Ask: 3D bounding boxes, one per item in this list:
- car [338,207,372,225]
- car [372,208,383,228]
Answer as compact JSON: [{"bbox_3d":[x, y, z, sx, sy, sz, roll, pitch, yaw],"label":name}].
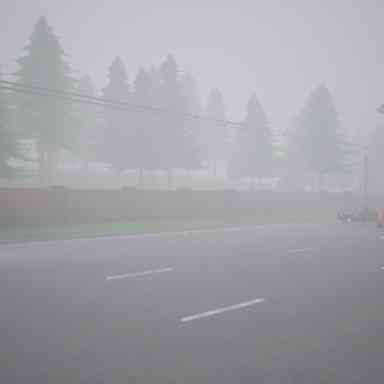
[{"bbox_3d":[13.692,1.833,26.402,4.718,1.301,1.895,1,0,-35],"label":"car"},{"bbox_3d":[14.721,1.573,22.838,4.553,1.767,2.097,1,0,-35],"label":"car"}]
